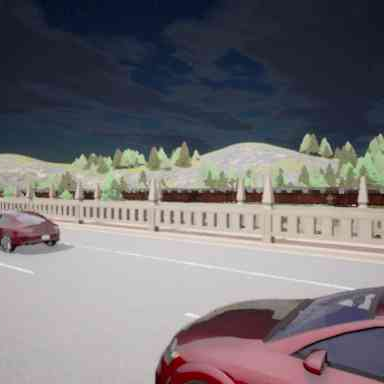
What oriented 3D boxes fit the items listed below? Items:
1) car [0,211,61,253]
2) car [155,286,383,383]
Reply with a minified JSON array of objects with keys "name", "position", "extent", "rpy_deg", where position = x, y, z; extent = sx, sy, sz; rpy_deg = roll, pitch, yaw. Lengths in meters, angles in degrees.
[{"name":"car","position":[-7.180,1.477,13.412],"extent":[4.674,1.442,1.812],"rpy_deg":[0,0,35]},{"name":"car","position":[1.689,1.563,2.788],"extent":[4.181,1.385,1.994],"rpy_deg":[0,0,35]}]
